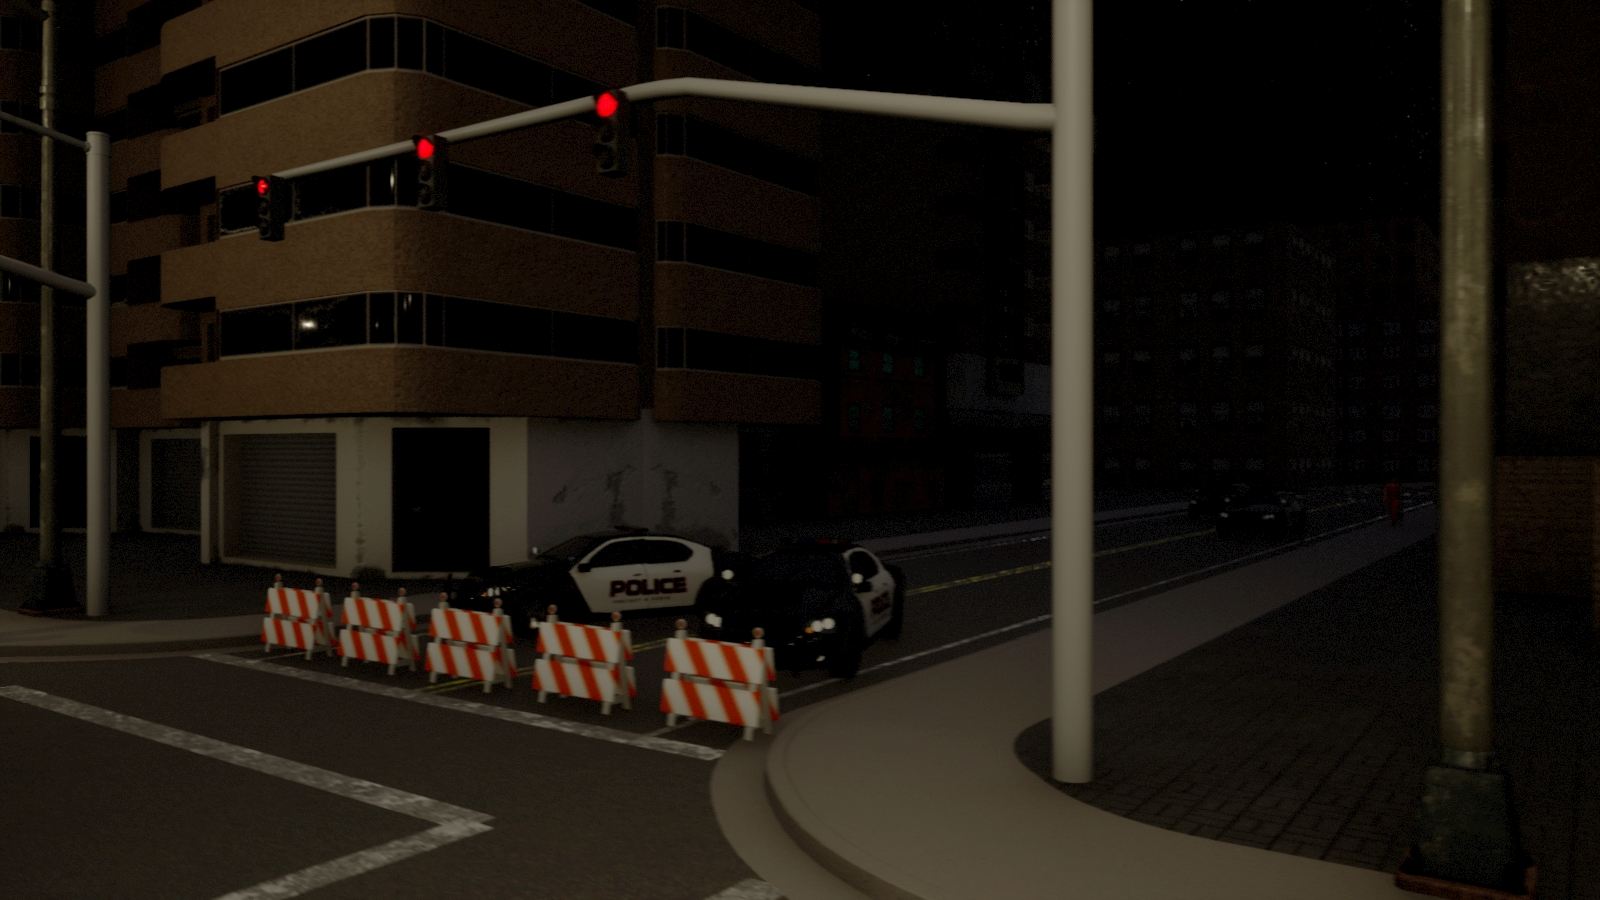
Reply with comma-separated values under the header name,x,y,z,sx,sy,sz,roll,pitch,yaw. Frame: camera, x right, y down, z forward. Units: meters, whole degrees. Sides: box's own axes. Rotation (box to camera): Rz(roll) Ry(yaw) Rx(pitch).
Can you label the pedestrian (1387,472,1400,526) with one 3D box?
name,x,y,z,sx,sy,sz,roll,pitch,yaw
pedestrian,20.610,1.700,39.660,0.375,1.860,0.375,0,0,34
